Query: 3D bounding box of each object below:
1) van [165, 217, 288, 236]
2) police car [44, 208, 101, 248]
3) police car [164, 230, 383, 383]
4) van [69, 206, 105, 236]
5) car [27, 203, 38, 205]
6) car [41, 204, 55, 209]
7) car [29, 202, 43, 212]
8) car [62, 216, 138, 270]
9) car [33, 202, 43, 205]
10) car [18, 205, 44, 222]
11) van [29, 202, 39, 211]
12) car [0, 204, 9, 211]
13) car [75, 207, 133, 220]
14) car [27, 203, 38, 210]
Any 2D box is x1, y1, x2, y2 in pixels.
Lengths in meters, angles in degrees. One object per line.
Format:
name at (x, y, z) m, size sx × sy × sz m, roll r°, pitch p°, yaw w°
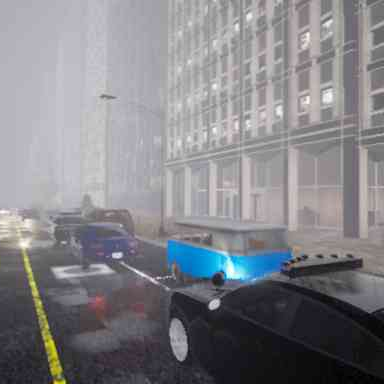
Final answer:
van at (0.707, 1.580, 8.555) m, size 1.690 × 1.788 × 3.998 m, roll 0°, pitch -1°, yaw -29°
police car at (-6.492, 1.887, 17.695) m, size 1.930 × 1.638 × 5.238 m, roll 1°, pitch -2°, yaw -27°
police car at (1.331, 1.536, 3.714) m, size 1.930 × 1.638 × 5.238 m, roll 1°, pitch -2°, yaw -29°
van at (-7.494, 1.957, 23.500) m, size 1.690 × 1.788 × 3.998 m, roll 0°, pitch -1°, yaw -29°
car at (-23.940, 2.712, 47.892) m, size 2.128 × 1.511 × 4.902 m, roll 1°, pitch -2°, yaw -29°
car at (-18.427, 2.668, 43.421) m, size 2.008 × 1.369 × 4.403 m, roll 0°, pitch -1°, yaw -29°
car at (-32.097, 3.058, 68.334) m, size 2.192 × 1.841 × 5.009 m, roll 0°, pitch -1°, yaw -29°
car at (-3.426, 1.855, 12.380) m, size 1.812 × 1.442 × 4.674 m, roll 1°, pitch -2°, yaw -29°
car at (-29.363, 2.933, 63.352) m, size 2.192 × 1.841 × 5.009 m, roll 0°, pitch -1°, yaw -29°
car at (-17.894, 2.492, 36.920) m, size 2.033 × 1.411 × 5.357 m, roll 1°, pitch -2°, yaw -28°
van at (-34.830, 3.209, 73.315) m, size 1.690 × 1.788 × 3.998 m, roll 0°, pitch -1°, yaw -29°
car at (-39.782, 3.270, 70.525) m, size 2.128 × 1.511 × 4.902 m, roll 1°, pitch -2°, yaw -29°
car at (-4.760, 1.805, 18.519) m, size 2.192 × 1.841 × 5.009 m, roll 0°, pitch -1°, yaw -29°
car at (-37.563, 3.433, 78.294) m, size 1.967 × 1.590 × 4.097 m, roll 0°, pitch -1°, yaw -29°
